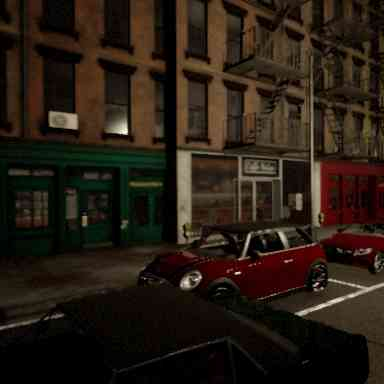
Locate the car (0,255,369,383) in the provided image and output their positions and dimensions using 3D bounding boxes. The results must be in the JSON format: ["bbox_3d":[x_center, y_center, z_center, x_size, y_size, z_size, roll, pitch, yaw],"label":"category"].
[{"bbox_3d":[-0.719,1.594,2.551,4.718,1.301,1.895,-1,0,-35],"label":"car"}]

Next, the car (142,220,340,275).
[{"bbox_3d":[0.922,1.399,6.841,4.097,1.590,1.967,-1,0,-35],"label":"car"}]

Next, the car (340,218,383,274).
[{"bbox_3d":[5.551,1.490,10.132,4.206,1.307,1.802,-1,0,-35],"label":"car"}]
